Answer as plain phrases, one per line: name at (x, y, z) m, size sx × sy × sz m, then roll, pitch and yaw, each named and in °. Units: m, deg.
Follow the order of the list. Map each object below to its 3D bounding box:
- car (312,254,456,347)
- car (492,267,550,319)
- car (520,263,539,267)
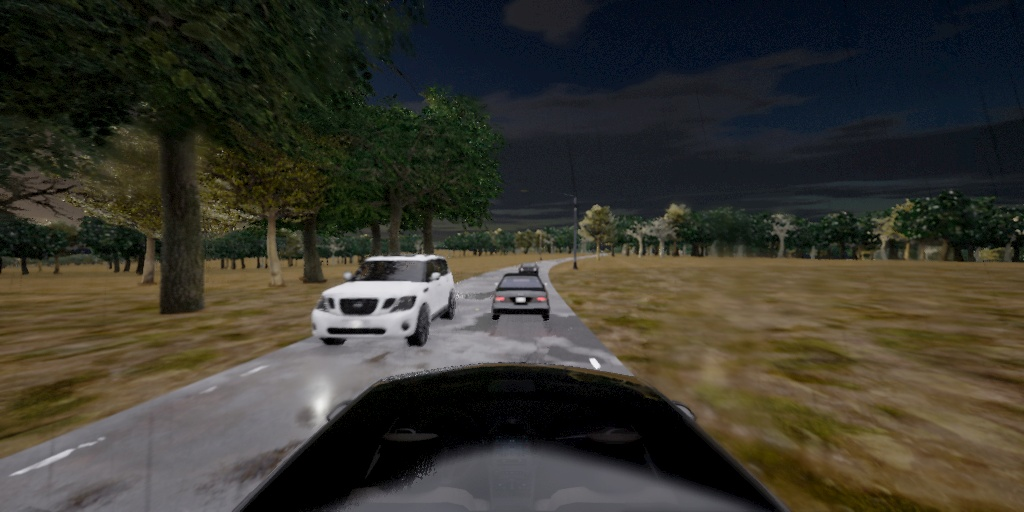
car at (-2.967, 0.966, 9.713) m, size 2.150 × 2.045 × 5.566 m, roll 0°, pitch 0°, yaw 1°
car at (0.319, 1.296, 12.719) m, size 2.033 × 1.411 × 5.357 m, roll 0°, pitch 0°, yaw 2°
car at (1.773, 1.322, 36.351) m, size 1.895 × 1.301 × 4.718 m, roll 0°, pitch 0°, yaw 5°
